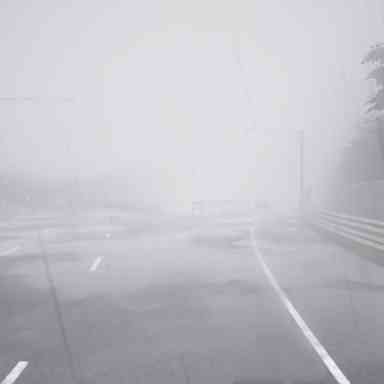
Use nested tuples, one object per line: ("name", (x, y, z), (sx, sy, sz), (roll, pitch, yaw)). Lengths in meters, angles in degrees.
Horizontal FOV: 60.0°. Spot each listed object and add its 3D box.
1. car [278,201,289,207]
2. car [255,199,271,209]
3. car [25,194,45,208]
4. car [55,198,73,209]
("car", (20.874, 2.750, 75.716), (1.882, 1.535, 5.008), (0, -3, 24))
("car", (10.492, 1.755, 49.149), (1.882, 1.535, 5.008), (0, -1, 19))
("car", (-23.378, 1.338, 49.409), (2.150, 2.045, 5.566), (1, 0, -33))
("car", (-18.438, 1.611, 47.935), (2.128, 1.511, 4.902), (0, 0, -31))
